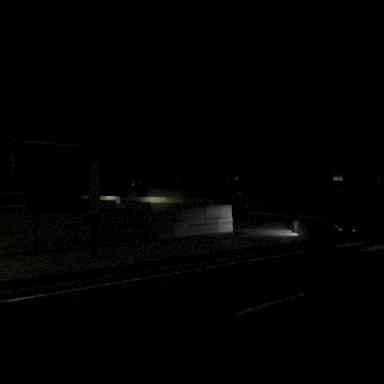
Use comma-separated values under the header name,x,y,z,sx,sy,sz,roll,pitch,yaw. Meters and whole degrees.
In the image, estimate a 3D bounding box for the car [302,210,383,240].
name,x,y,z,sx,sy,sz,roll,pitch,yaw
car,8.097,1.556,15.881,5.357,1.411,2.033,0,0,22
